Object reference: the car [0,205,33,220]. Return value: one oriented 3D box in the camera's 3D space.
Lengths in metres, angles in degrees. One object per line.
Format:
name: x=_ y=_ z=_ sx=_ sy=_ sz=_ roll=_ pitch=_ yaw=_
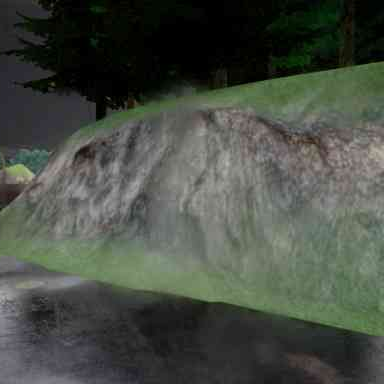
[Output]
car: x=-15.276 y=1.607 z=25.738 sx=1.895 sy=1.301 sz=4.718 roll=0 pitch=0 yaw=35
